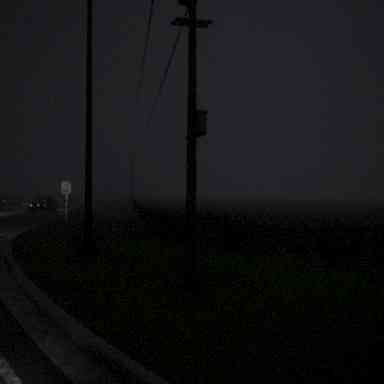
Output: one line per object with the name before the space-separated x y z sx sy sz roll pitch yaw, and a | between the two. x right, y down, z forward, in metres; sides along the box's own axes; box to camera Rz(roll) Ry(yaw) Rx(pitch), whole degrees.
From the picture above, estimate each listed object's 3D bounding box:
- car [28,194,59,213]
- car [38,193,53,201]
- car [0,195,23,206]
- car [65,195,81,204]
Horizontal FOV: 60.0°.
car | -14.530 1.237 32.739 2.033 1.411 5.357 0 0 -12
car | -28.482 0.911 64.804 1.812 1.442 4.674 0 0 -12
car | -24.122 1.108 44.280 1.994 1.385 4.181 0 0 -12
car | -18.655 1.103 52.267 1.994 1.385 4.181 0 0 -12
